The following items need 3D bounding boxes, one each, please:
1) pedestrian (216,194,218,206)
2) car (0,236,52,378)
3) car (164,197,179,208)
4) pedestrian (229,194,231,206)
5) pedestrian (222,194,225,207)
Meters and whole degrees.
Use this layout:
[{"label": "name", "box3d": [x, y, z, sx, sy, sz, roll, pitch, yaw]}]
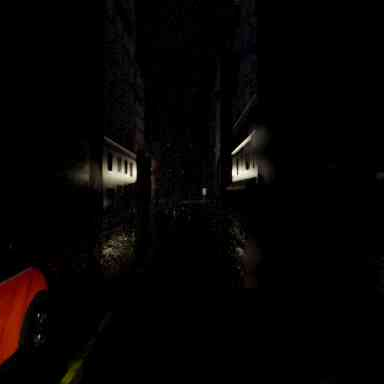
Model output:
[{"label": "pedestrian", "box3d": [3.649, 1.161, 49.491, 0.375, 1.860, 0.375, 0, 0, 0]}, {"label": "car", "box3d": [-3.099, 1.353, 2.950, 2.097, 1.767, 4.553, 0, 0, 0]}, {"label": "car", "box3d": [-2.986, 1.540, 48.730, 2.128, 1.511, 4.902, 0, 0, 0]}, {"label": "pedestrian", "box3d": [5.649, 1.167, 48.890, 0.375, 1.860, 0.375, 0, 0, 0]}, {"label": "pedestrian", "box3d": [4.649, 1.162, 48.290, 0.375, 1.860, 0.375, 0, 0, 0]}]
